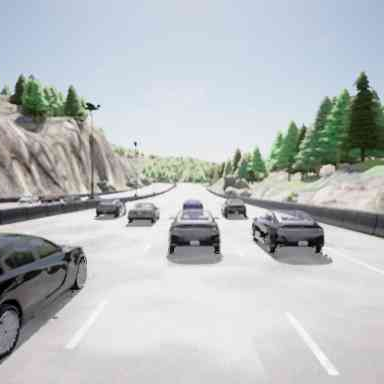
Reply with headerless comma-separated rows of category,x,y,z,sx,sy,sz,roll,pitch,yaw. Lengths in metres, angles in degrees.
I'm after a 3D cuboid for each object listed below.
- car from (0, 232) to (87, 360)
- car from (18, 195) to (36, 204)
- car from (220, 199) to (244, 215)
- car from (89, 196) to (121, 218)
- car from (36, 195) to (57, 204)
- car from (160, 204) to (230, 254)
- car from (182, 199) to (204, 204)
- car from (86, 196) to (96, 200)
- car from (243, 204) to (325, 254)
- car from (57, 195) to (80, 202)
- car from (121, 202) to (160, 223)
car,-3.410,1.453,5.894,1.882,1.535,5.008,0,0,0
car,-28.054,1.288,57.386,1.812,1.442,4.674,0,0,0
car,3.582,1.384,28.950,1.837,1.490,4.892,0,0,0
car,-6.918,1.371,28.856,2.128,1.511,4.902,0,0,0
car,-24.565,1.237,57.962,1.882,1.535,5.008,0,0,1
car,0.090,1.436,13.278,2.128,1.511,4.902,0,0,0
car,0.082,1.351,30.368,1.882,1.535,5.008,0,0,0
car,-17.567,1.317,59.426,1.994,1.385,4.181,0,0,1
car,3.591,1.436,13.170,2.128,1.511,4.902,0,0,0
car,-21.070,1.251,58.145,2.128,1.511,4.902,0,0,1
car,-3.415,1.447,24.188,2.033,1.411,5.357,0,0,0
